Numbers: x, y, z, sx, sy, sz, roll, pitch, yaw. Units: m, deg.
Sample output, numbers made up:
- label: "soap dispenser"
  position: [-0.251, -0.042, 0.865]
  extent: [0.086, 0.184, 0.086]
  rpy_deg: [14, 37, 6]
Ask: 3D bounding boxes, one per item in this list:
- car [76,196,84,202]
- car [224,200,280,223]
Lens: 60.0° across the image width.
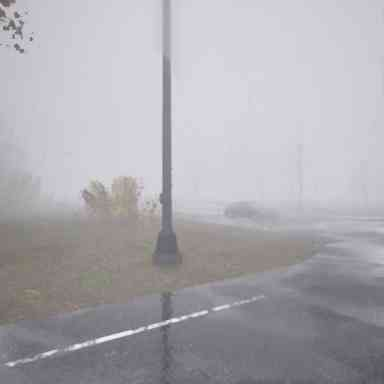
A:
- label: "car"
  position: [-17.598, 0.978, 55.094]
  extent: [1.895, 1.301, 4.718]
  rpy_deg: [-1, 1, -35]
- label: "car"
  position: [4.242, 1.352, 24.232]
  extent: [1.812, 1.442, 4.674]
  rpy_deg: [-1, 1, -35]
